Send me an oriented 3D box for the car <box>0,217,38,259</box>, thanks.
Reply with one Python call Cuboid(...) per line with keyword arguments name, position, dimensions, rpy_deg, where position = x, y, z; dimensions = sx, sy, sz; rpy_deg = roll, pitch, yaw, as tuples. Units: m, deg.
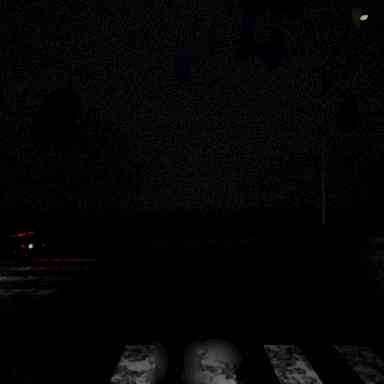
Cuboid(name="car", position=(-7.738, 1.571, 11.018), dimensions=(4.892, 1.490, 1.837), rpy_deg=(-1, 0, 1))
